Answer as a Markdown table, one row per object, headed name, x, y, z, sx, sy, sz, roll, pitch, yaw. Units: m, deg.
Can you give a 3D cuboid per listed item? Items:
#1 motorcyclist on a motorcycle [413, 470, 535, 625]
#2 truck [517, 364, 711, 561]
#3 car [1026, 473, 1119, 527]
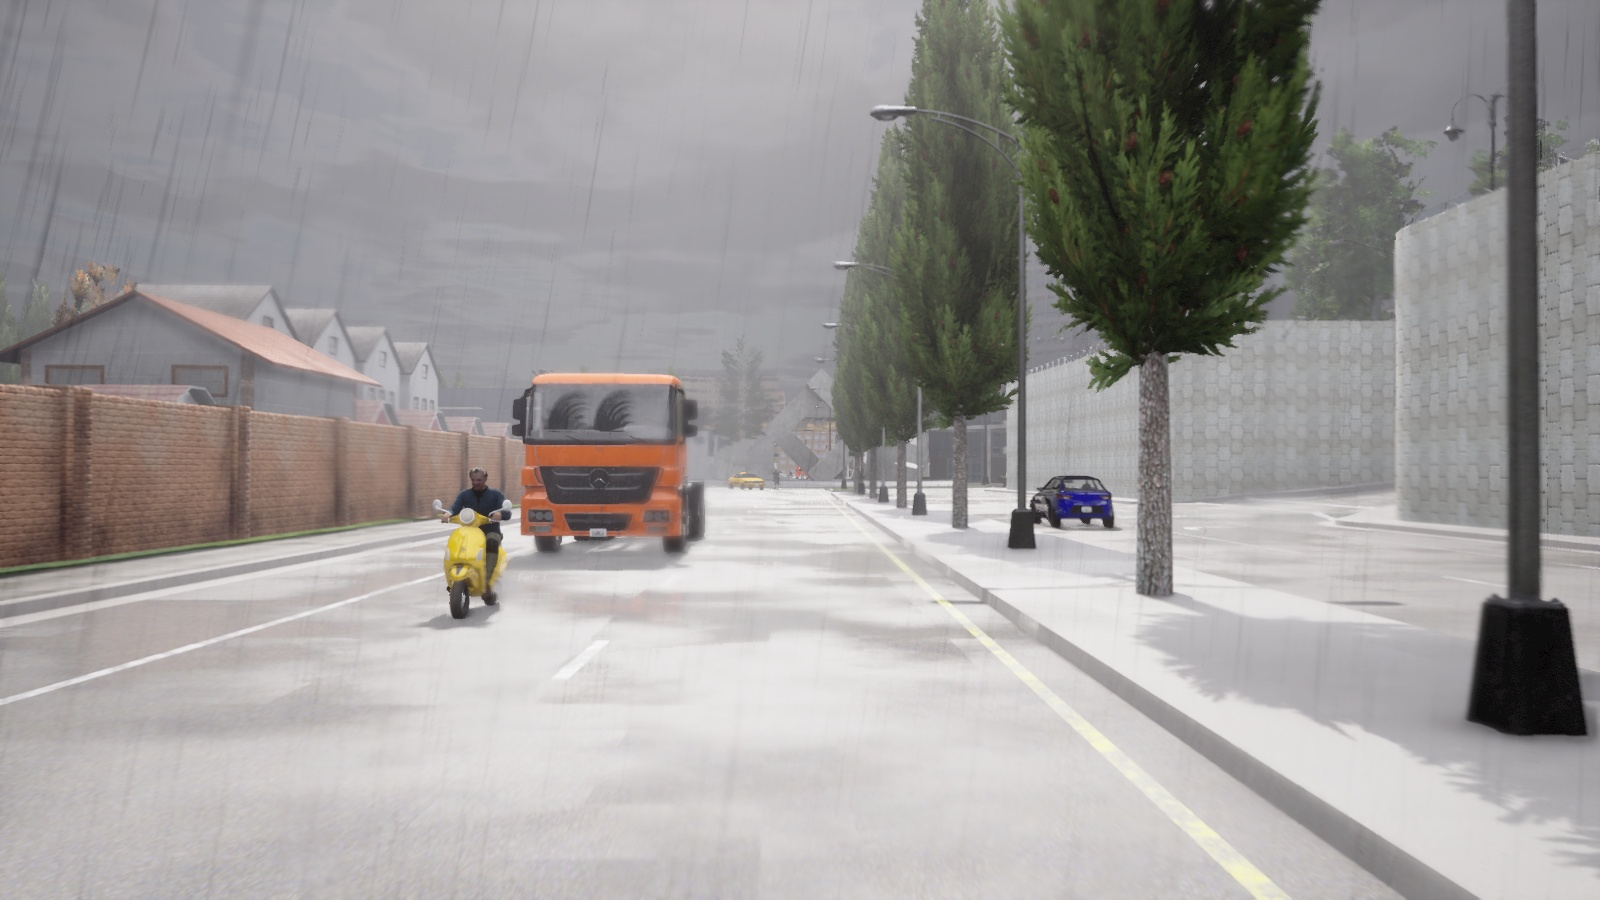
| name | x | y | z | sx | sy | sz | roll | pitch | yaw |
| --- | --- | --- | --- | --- | --- | --- | --- | --- | --- |
| motorcyclist on a motorcycle | -3.534 | 1.013 | 13.783 | 0.866 | 1.590 | 1.817 | 0 | -1 | 0 |
| truck | -3.567 | 0.285 | 26.150 | 2.891 | 3.462 | 7.936 | 0 | -1 | 0 |
| car | 7.911 | 1.413 | 36.824 | 1.816 | 1.474 | 4.193 | 0 | -1 | 0 |
